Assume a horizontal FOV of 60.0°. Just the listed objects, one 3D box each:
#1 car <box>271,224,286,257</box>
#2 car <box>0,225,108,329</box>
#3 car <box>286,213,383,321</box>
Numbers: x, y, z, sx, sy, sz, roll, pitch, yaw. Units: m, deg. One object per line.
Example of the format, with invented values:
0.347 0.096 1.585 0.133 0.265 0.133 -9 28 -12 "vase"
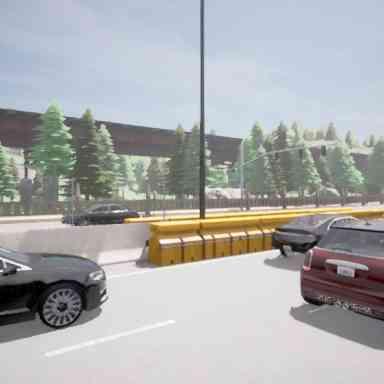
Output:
4.874 1.488 11.524 4.902 1.511 2.128 0 0 -36 "car"
-3.837 1.490 5.309 4.902 1.511 2.128 0 0 -36 "car"
4.310 1.350 6.825 4.553 1.767 2.097 0 0 -36 "car"
